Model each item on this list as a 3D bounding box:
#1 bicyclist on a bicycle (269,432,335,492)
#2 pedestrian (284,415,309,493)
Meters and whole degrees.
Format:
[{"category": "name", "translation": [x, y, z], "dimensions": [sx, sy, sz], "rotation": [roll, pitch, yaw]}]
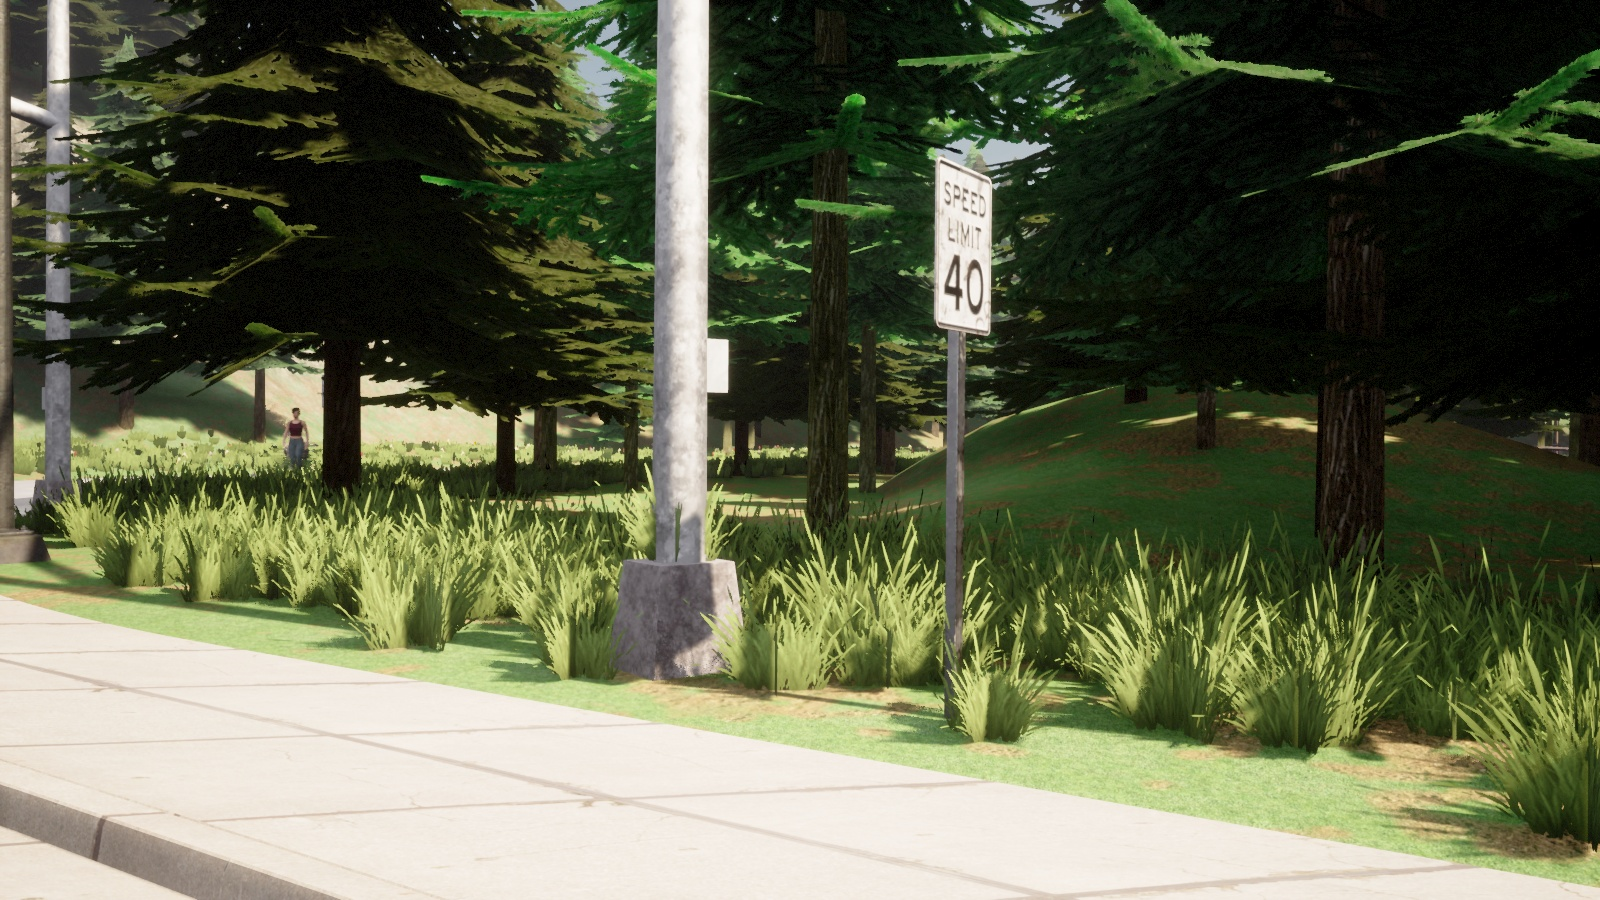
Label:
[{"category": "bicyclist on a bicycle", "translation": [-13.925, 0.314, 35.150], "dimensions": [0.866, 1.612, 1.509], "rotation": [0, 1, 27]}, {"category": "pedestrian", "translation": [-11.952, 0.095, 29.808], "dimensions": [0.345, 1.836, 0.594], "rotation": [-1, 1, -1]}]
